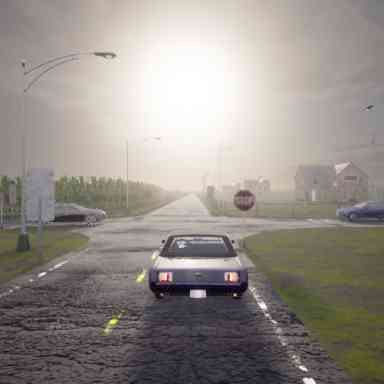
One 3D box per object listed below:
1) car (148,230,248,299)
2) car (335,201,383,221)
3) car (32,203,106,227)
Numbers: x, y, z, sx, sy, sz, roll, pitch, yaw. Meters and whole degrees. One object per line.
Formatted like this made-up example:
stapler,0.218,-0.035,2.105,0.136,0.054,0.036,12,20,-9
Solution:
car,0.154,1.602,8.391,1.895,1.301,4.718,0,0,1
car,13.265,1.408,25.014,4.674,1.442,1.812,-1,0,0
car,-8.587,1.553,23.356,4.902,1.511,2.128,-1,0,-11
